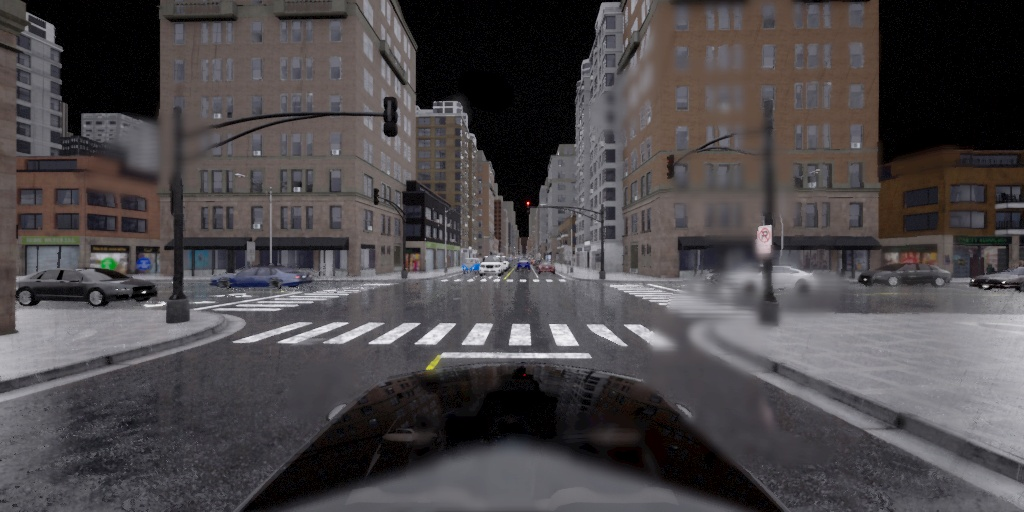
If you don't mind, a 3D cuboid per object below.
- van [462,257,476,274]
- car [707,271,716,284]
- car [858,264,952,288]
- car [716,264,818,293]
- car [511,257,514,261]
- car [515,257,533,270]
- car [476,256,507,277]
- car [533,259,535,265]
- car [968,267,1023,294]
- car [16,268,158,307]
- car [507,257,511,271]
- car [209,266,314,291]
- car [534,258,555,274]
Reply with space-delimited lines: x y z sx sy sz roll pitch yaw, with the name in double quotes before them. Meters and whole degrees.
"van" -4.653 1.123 41.267 1.690 1.789 3.998 0 0 2
"car" 15.677 1.264 23.867 4.902 1.511 2.128 0 0 2
"car" 25.718 1.290 23.568 4.892 1.490 1.837 0 0 2
"car" 14.796 1.297 20.641 4.674 1.442 1.812 0 0 3
"car" -1.300 1.157 57.681 2.097 1.767 4.553 0 0 2
"car" 1.782 1.279 54.772 1.882 1.535 5.008 0 0 2
"car" -2.040 0.998 37.090 2.150 2.045 5.566 0 0 2
"car" 4.063 1.356 46.493 1.948 1.339 4.313 0 0 2
"car" 29.455 1.339 20.204 5.357 1.411 2.033 0 0 2
"car" -17.625 1.243 14.904 4.892 1.490 1.837 0 0 2
"car" -1.676 1.012 47.452 2.150 2.045 5.566 0 0 2
"car" -14.912 1.288 21.527 5.357 1.411 2.033 0 0 2
"car" 3.868 1.222 40.972 1.967 1.591 4.097 0 0 2
